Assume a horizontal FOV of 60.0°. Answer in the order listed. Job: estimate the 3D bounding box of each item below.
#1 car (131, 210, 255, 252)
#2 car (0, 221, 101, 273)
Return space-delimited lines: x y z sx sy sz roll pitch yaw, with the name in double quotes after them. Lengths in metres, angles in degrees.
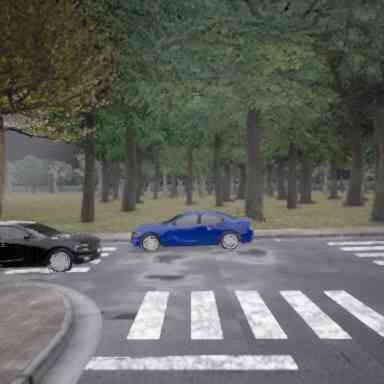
0.022 1.512 13.692 5.008 1.535 1.882 -1 1 0 "car"
-5.512 1.670 10.737 5.008 1.535 1.882 -2 0 0 "car"
